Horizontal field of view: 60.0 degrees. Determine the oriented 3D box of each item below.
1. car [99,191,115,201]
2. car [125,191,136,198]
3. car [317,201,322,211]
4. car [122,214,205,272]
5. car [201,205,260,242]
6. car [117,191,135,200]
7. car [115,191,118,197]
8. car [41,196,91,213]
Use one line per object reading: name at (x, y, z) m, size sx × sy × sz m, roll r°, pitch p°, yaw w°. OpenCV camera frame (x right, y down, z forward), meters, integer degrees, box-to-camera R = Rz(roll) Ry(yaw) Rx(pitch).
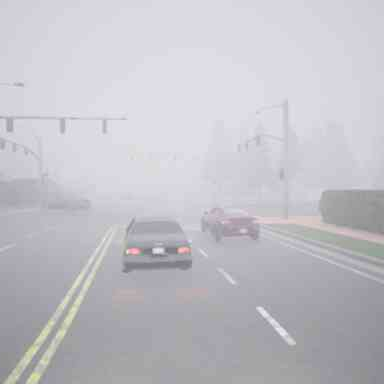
car at (-14.864, 0.654, 57.348) m, size 1.882 × 1.535 × 5.008 m, roll 0°, pitch 1°, yaw -7°
car at (-13.455, 0.467, 72.981) m, size 2.128 × 1.511 × 4.902 m, roll 0°, pitch 1°, yaw -8°
car at (12.914, 1.046, 27.361) m, size 5.008 × 1.535 × 1.882 m, roll 0°, pitch 1°, yaw -6°
car at (-1.164, 1.394, 10.298) m, size 2.033 × 1.411 × 5.357 m, roll 0°, pitch 1°, yaw -9°
car at (1.614, 1.297, 15.086) m, size 1.812 × 1.442 × 4.674 m, roll 0°, pitch 1°, yaw -9°
car at (-11.362, 0.768, 57.548) m, size 1.895 × 1.301 × 4.718 m, roll 0°, pitch 1°, yaw -7°
car at (-16.952, 0.505, 72.719) m, size 1.994 × 1.385 × 4.181 m, roll 0°, pitch 1°, yaw -8°
car at (-11.356, 1.067, 29.898) m, size 4.902 × 1.511 × 2.128 m, roll 0°, pitch 1°, yaw 24°
